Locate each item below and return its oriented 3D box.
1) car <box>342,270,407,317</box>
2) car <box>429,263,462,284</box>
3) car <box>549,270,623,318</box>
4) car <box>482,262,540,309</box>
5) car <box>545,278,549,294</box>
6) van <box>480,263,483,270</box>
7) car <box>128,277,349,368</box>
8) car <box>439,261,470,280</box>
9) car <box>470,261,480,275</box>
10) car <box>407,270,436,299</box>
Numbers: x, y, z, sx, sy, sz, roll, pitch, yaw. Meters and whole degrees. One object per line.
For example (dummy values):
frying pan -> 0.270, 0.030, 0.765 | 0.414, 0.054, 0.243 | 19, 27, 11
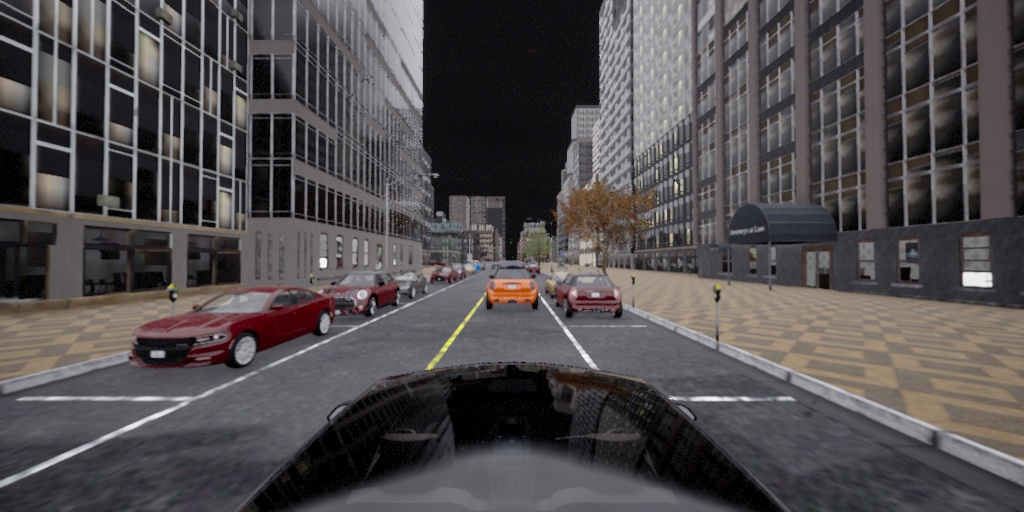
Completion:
car -> -5.679, 1.300, 13.534 | 1.967, 1.591, 4.097 | 0, 0, 0
car -> -5.664, 1.559, 30.151 | 1.888, 1.381, 4.507 | 0, 0, 0
car -> 2.701, 1.300, 13.527 | 1.967, 1.591, 4.097 | 0, 0, 0
car -> 0.017, 1.233, 15.935 | 2.097, 1.767, 4.553 | 0, -1, 0
car -> 2.706, 1.437, 19.235 | 1.751, 1.417, 4.829 | 0, 0, 0
van -> -5.642, 1.561, 52.307 | 1.690, 1.789, 3.998 | 0, 0, 0
car -> -5.684, 1.353, 7.995 | 1.888, 1.381, 4.507 | 0, 0, 0
car -> -5.659, 1.506, 35.691 | 1.967, 1.591, 4.097 | 0, 0, 0
car -> -5.648, 1.694, 46.598 | 1.751, 1.417, 4.829 | 0, 0, 0
car -> -5.674, 1.462, 19.073 | 2.007, 1.370, 4.403 | 0, 0, 0
